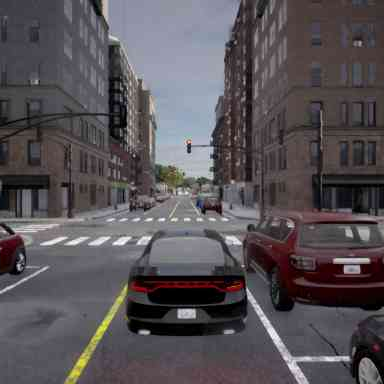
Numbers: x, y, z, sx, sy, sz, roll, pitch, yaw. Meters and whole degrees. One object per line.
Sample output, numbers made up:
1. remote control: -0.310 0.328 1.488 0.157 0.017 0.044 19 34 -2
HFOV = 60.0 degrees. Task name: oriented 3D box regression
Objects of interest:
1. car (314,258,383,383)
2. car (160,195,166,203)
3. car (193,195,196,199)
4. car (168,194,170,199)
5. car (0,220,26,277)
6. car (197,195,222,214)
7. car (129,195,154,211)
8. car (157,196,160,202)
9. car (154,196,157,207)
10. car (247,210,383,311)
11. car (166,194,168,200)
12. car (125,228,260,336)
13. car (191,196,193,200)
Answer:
1. car: 2.615 1.551 1.999 2.008 1.369 4.403 0 0 -1
2. car: -6.805 1.538 67.576 1.887 1.381 4.507 0 0 -1
3. car: 1.634 1.311 51.239 2.192 1.841 5.009 0 0 -1
4. car: -7.031 1.543 78.580 2.008 1.369 4.403 0 0 -1
5. car: -5.527 1.440 7.511 1.967 1.590 4.097 0 0 -1
6. car: 1.993 1.313 34.731 2.192 1.841 5.009 0 0 -1
7. car: -6.240 1.312 40.063 2.192 1.841 5.009 0 0 -1
8. car: -6.466 1.547 51.068 2.008 1.369 4.403 0 0 -1
9. car: -6.353 1.562 45.565 1.947 1.339 4.313 0 0 -1
10. car: 2.496 1.315 7.680 2.192 1.841 5.009 0 0 -1
11. car: -6.918 1.538 73.078 1.887 1.381 4.507 0 0 -1
12. car: -0.104 1.477 6.928 1.882 1.535 5.008 0 0 -1
13. car: 0.672 1.516 95.429 1.752 1.417 4.829 0 0 -1
